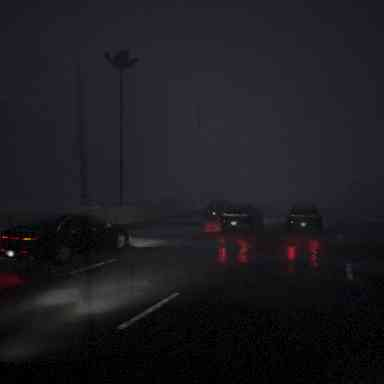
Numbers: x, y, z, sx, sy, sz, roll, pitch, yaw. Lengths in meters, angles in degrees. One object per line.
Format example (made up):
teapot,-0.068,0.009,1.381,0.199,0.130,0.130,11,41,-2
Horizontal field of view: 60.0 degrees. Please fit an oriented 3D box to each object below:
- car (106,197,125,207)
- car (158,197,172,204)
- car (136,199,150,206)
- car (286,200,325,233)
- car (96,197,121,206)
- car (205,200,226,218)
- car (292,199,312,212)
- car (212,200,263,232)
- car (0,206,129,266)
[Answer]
car,-10.863,1.499,46.092,1.895,1.301,4.718,0,0,14
car,-3.257,1.439,47.758,2.033,1.411,5.357,0,0,13
car,-7.090,1.459,46.893,1.994,1.385,4.181,0,0,14
car,6.619,1.445,19.442,2.128,1.511,4.902,0,0,21
car,-13.037,1.486,52.145,1.895,1.301,4.718,0,0,12
car,2.538,1.438,28.907,1.837,1.490,4.892,0,0,18
car,12.549,1.509,38.064,1.895,1.301,4.718,0,0,15
car,3.104,1.444,20.034,2.128,1.511,4.902,0,0,21
car,-4.126,1.479,11.610,1.837,1.490,4.892,0,0,24
